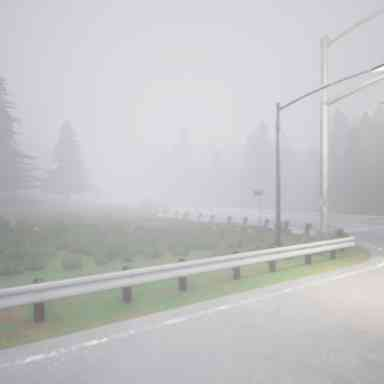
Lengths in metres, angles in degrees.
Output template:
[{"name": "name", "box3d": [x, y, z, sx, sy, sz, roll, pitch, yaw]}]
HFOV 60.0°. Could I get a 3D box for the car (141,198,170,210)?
[{"name": "car", "box3d": [-4.564, 1.441, 41.186, 1.882, 1.535, 5.008, 0, 0, -36]}]
